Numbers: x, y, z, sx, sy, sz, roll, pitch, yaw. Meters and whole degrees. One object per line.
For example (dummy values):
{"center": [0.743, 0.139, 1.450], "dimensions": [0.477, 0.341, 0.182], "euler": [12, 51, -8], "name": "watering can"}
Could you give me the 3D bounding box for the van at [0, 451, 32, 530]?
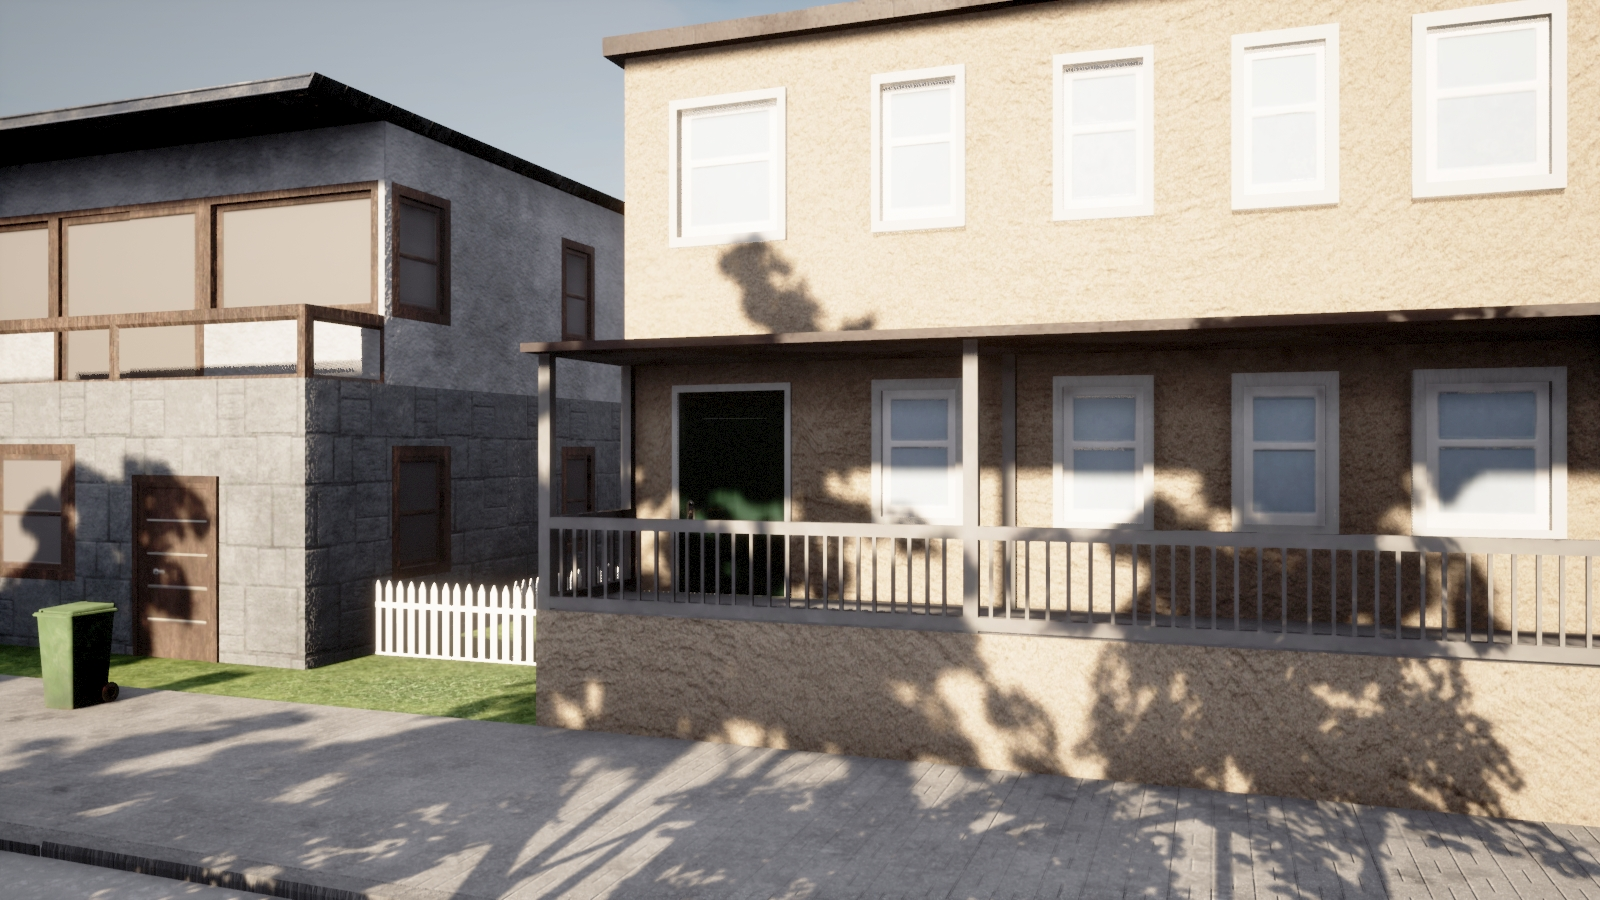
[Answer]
{"center": [-27.753, 1.329, 35.973], "dimensions": [1.988, 2.561, 5.915], "euler": [0, 0, 20], "name": "van"}
